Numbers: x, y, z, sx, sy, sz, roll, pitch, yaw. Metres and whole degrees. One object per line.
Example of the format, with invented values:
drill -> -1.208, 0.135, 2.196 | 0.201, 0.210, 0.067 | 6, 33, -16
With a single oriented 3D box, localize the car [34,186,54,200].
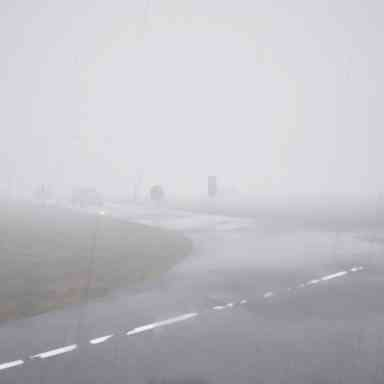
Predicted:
car -> -23.500, 0.123, 52.566 | 2.150, 2.045, 5.566 | -2, 2, -35

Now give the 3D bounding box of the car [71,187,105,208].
car -> -11.033, 0.547, 34.892 | 2.150, 2.045, 5.566 | -2, 2, -35
